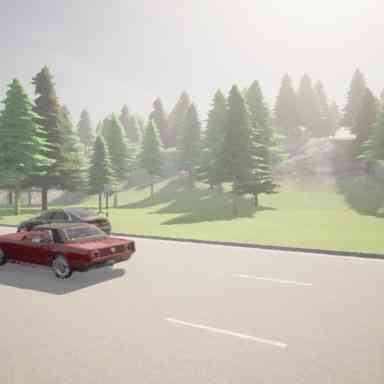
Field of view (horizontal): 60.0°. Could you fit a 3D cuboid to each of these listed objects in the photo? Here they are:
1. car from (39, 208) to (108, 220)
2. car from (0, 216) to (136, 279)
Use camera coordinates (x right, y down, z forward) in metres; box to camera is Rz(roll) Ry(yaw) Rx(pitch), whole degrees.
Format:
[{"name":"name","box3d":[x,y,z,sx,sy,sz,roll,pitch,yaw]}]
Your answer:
[{"name":"car","box3d":[-5.826,1.504,15.011,4.892,1.490,1.837,0,0,30]},{"name":"car","box3d":[-4.074,1.601,9.990,4.718,1.301,1.895,0,0,30]}]
